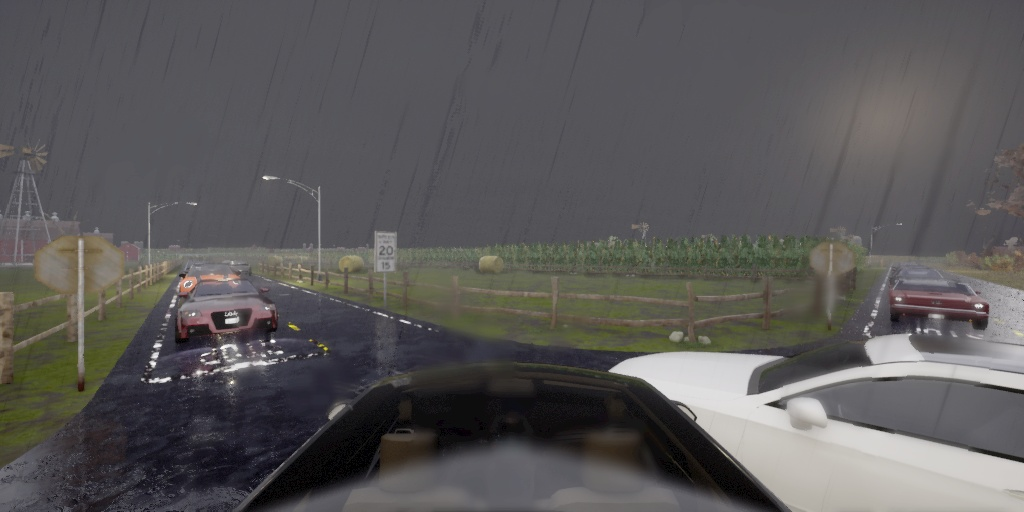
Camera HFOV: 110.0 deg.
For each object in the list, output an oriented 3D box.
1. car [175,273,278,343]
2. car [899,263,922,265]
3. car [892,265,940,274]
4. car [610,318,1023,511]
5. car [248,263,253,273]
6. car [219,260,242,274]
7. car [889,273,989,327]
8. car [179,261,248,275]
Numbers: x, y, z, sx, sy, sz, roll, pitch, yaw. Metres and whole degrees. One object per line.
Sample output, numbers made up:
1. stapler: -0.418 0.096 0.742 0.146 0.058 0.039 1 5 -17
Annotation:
1. car: -7.974 1.355 9.968 1.994 1.385 4.181 0 0 -43
2. car: 27.268 1.403 24.381 4.181 1.385 1.994 0 1 -43
3. car: 20.535 1.365 18.103 5.357 1.411 2.033 0 1 -43
4. car: 2.831 1.294 2.418 1.812 1.442 4.674 0 1 -44
5. car: -27.102 1.284 35.616 2.128 1.511 4.902 0 0 -42
6. car: -33.848 1.306 43.051 1.837 1.490 4.892 0 0 -42
7. car: 13.479 1.399 11.516 4.718 1.301 1.895 0 1 -43
8. car: -13.772 1.140 16.432 2.097 1.767 4.553 0 0 -42
